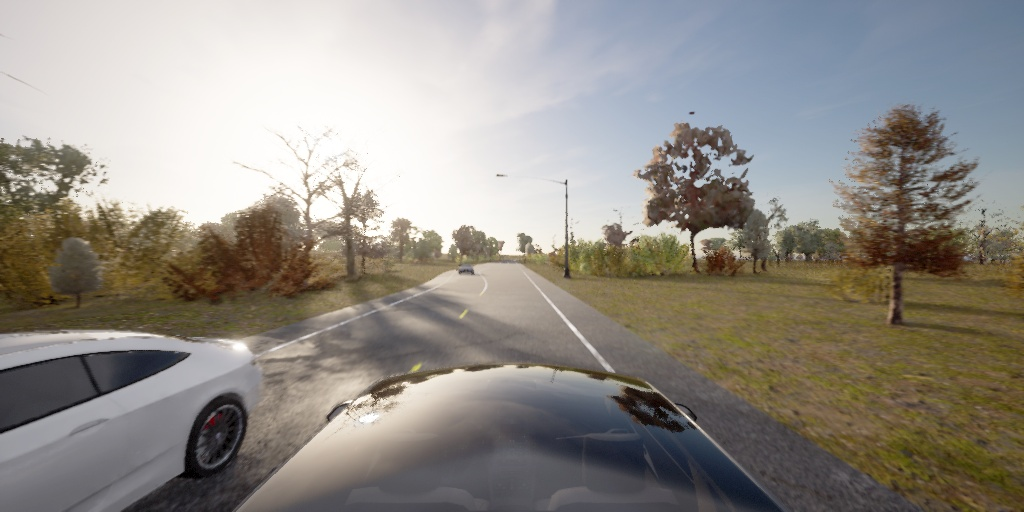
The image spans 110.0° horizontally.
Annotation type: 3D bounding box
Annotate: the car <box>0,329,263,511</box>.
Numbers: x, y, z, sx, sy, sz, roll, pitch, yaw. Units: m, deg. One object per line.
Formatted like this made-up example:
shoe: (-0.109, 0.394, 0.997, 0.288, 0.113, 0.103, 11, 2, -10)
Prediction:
car: (-3.601, 1.279, 2.047, 1.812, 1.442, 4.674, 0, -1, 0)

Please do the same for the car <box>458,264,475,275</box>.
car: (-5.849, 1.685, 46.084, 1.994, 1.385, 4.181, 0, -1, -6)
